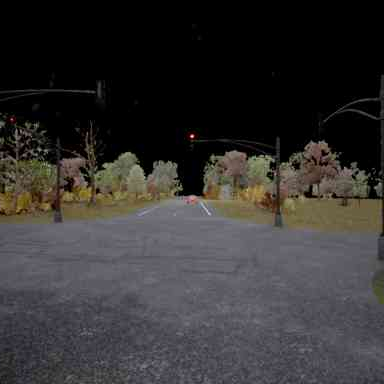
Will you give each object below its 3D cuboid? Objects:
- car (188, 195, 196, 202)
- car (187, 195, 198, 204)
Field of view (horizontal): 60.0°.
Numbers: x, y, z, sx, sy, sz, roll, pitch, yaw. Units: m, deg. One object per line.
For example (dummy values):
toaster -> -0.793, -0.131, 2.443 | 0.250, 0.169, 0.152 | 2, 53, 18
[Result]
car -> 0.106, 1.449, 77.956 | 1.812, 1.442, 4.674 | 0, 0, 0
car -> 0.093, 1.424, 67.921 | 2.097, 1.767, 4.553 | 0, 0, 0
